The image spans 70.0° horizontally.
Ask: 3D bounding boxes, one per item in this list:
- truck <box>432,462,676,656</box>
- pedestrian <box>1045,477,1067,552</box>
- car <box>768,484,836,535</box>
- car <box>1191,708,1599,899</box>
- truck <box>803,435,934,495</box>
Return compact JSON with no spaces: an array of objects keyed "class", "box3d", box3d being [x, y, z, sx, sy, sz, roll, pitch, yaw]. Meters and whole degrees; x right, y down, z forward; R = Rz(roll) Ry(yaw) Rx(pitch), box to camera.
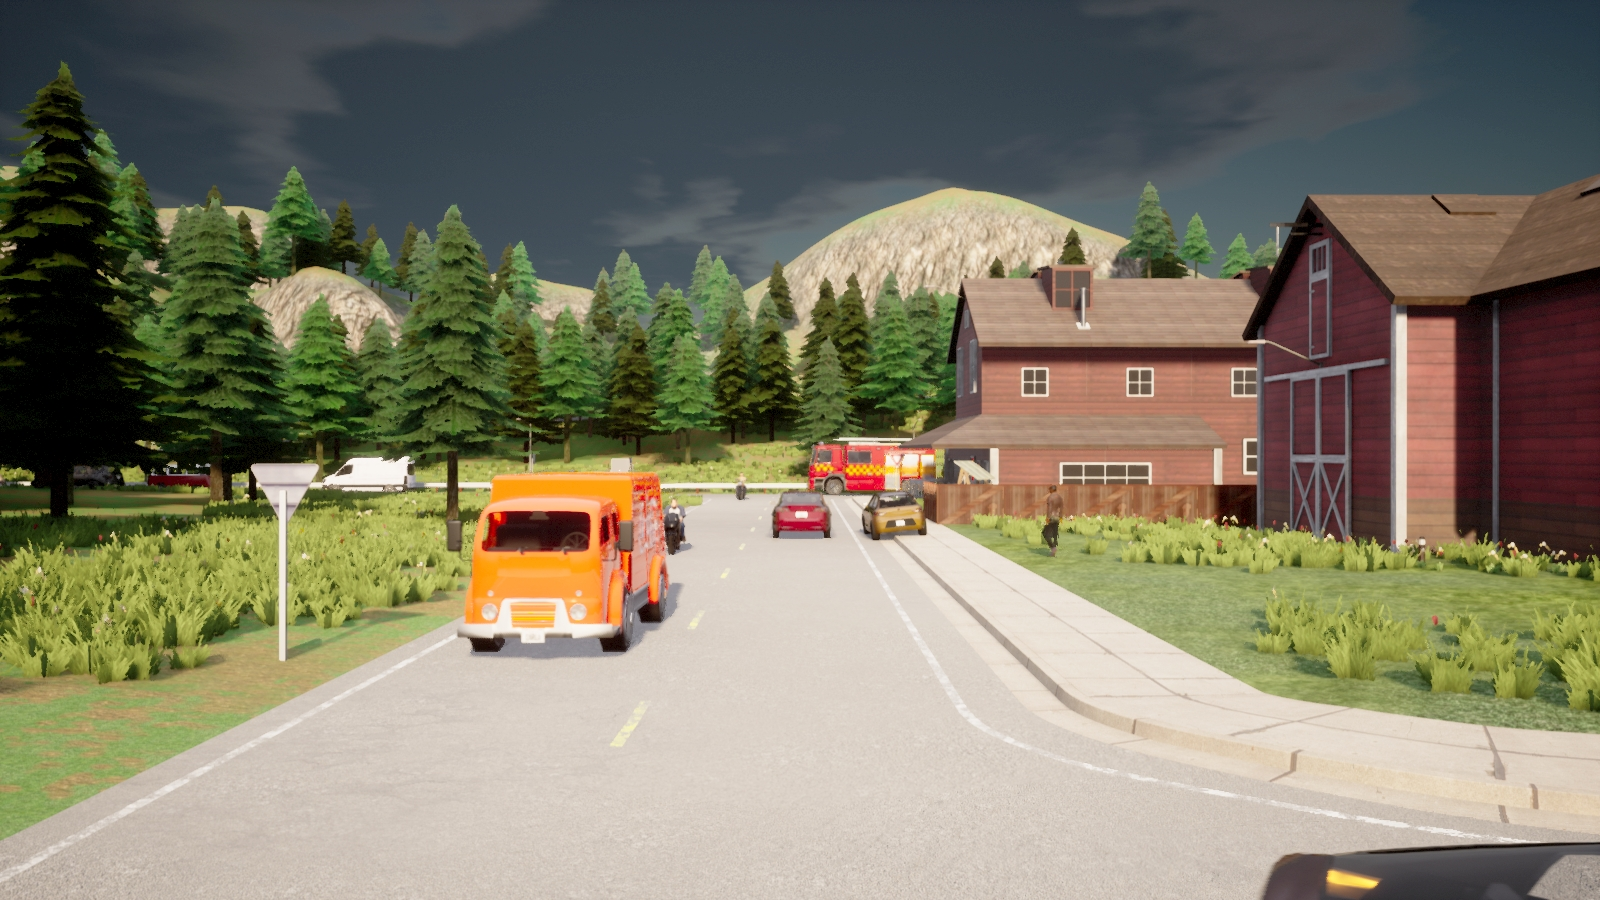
[{"class":"truck","box3d":[-3.481,1.447,17.460,2.627,2.467,5.204,0,0,0]},{"class":"pedestrian","box3d":[6.362,1.596,28.407,0.375,1.860,0.375,0,0,-25]},{"class":"car","box3d":[0.056,1.979,38.906,2.163,1.488,4.792,0,0,0]},{"class":"car","box3d":[3.504,1.858,2.966,4.514,1.525,2.007,0,1,25]},{"class":"truck","box3d":[4.511,0.996,76.138,8.468,3.827,2.891,0,-1,-2]}]
